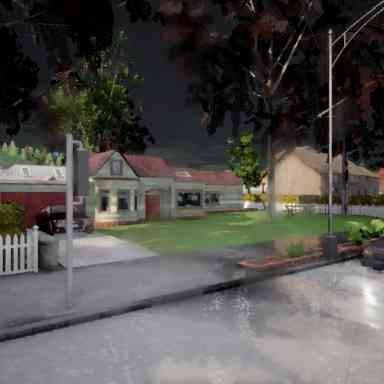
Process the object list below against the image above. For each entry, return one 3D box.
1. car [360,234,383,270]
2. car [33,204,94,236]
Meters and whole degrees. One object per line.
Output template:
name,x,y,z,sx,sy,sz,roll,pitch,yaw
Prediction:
car,7.201,1.551,9.992,5.357,1.411,2.033,0,0,-37
car,-6.301,1.302,16.139,1.994,1.381,4.181,0,0,-37
